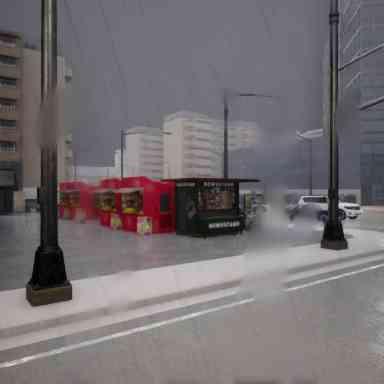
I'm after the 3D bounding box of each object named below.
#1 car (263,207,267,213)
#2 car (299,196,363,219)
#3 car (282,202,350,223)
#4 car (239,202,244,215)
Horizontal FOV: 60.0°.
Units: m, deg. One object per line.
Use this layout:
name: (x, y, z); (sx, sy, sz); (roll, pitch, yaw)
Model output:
car: (5.984, 1.789, 37.717); (2.033, 1.411, 5.357); (0, -1, -36)
car: (12.005, 1.339, 29.426); (2.150, 2.045, 5.566); (0, -1, -36)
car: (9.676, 1.707, 26.696); (1.895, 1.301, 4.718); (0, -1, -37)
car: (3.994, 1.769, 34.494); (2.033, 1.411, 5.357); (0, -1, -37)
